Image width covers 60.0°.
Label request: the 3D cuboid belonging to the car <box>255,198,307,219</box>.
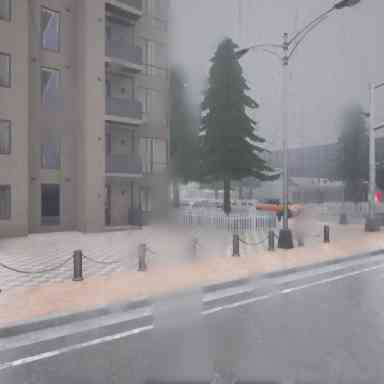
[{"bbox_3d":[7.872,1.367,29.600,2.097,1.767,4.553,0,0,-37],"label":"car"}]

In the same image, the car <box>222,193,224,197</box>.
[{"bbox_3d":[7.475,1.092,94.733,1.905,1.878,3.866,0,0,-37],"label":"car"}]

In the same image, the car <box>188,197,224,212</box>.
[{"bbox_3d":[1.828,1.579,37.589,1.994,1.385,4.181,0,0,-37],"label":"car"}]

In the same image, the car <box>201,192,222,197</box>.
[{"bbox_3d":[5.388,1.112,92.669,1.932,1.855,4.605,0,0,-37],"label":"car"}]

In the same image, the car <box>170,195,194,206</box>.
[{"bbox_3d":[-2.486,1.563,49.374,2.033,1.411,5.357,0,0,-37],"label":"car"}]
